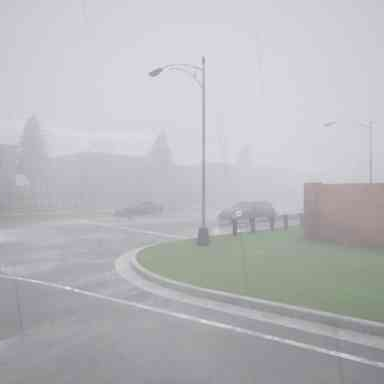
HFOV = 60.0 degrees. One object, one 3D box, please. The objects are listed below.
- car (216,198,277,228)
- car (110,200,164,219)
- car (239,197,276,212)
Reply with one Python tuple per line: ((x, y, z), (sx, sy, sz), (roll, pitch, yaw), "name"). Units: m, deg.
((3.727, 1.352, 22.480), (4.553, 1.767, 2.097), (0, 0, -42), "car")
((-4.740, 1.491, 28.964), (4.902, 1.511, 2.128), (0, 0, -42), "car")
((8.033, 1.477, 40.662), (5.008, 1.535, 1.882), (0, 0, -42), "car")
